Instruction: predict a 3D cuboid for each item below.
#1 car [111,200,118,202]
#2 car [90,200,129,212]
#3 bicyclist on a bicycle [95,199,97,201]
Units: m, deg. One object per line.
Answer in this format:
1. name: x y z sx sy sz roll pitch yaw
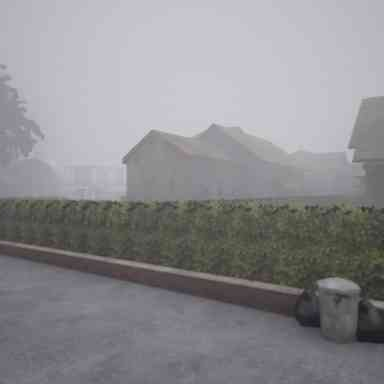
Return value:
1. car: -6.352 1.431 25.601 5.357 1.415 2.033 0 0 38
2. car: -10.418 1.726 42.311 1.895 1.301 4.718 0 0 36
3. bicyclist on a bicycle: -8.649 1.442 30.292 1.656 1.620 0.582 -1 0 35
